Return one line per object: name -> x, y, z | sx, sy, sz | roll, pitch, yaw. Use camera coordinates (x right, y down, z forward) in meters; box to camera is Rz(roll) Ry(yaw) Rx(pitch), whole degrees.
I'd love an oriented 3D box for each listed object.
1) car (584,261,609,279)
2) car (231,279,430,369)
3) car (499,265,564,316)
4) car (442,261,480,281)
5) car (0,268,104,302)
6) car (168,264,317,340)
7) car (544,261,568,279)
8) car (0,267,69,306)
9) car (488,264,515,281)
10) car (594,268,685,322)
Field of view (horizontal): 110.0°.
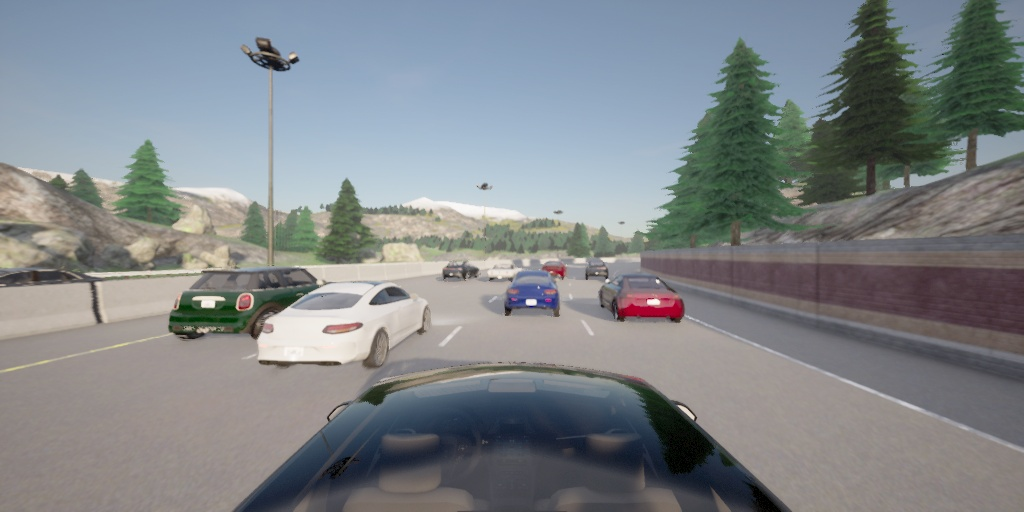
car -> 7.250, 1.162, 30.675 | 2.128, 1.511, 4.902 | 0, 0, 13
car -> -3.137, 1.247, 7.631 | 1.812, 1.442, 4.674 | 0, 0, 3
car -> 0.784, 1.239, 13.217 | 1.812, 1.442, 4.674 | 0, 0, 5
car -> -3.967, 1.140, 28.547 | 2.128, 1.511, 4.902 | 0, 0, 11
car -> -17.039, 1.177, 12.102 | 1.837, 1.490, 4.892 | 0, 0, 5
car -> -6.468, 1.057, 9.914 | 2.097, 1.767, 4.553 | 0, 0, 4
car -> 3.726, 1.138, 30.987 | 1.882, 1.535, 5.008 | 0, 0, 13
car -> -20.486, 1.206, 12.976 | 2.033, 1.411, 5.357 | 0, 0, 5
car -> -0.440, 1.259, 28.441 | 1.895, 1.301, 4.718 | 0, 0, 12
car -> 4.230, 1.289, 12.281 | 1.994, 1.385, 4.181 | 0, 0, 5
